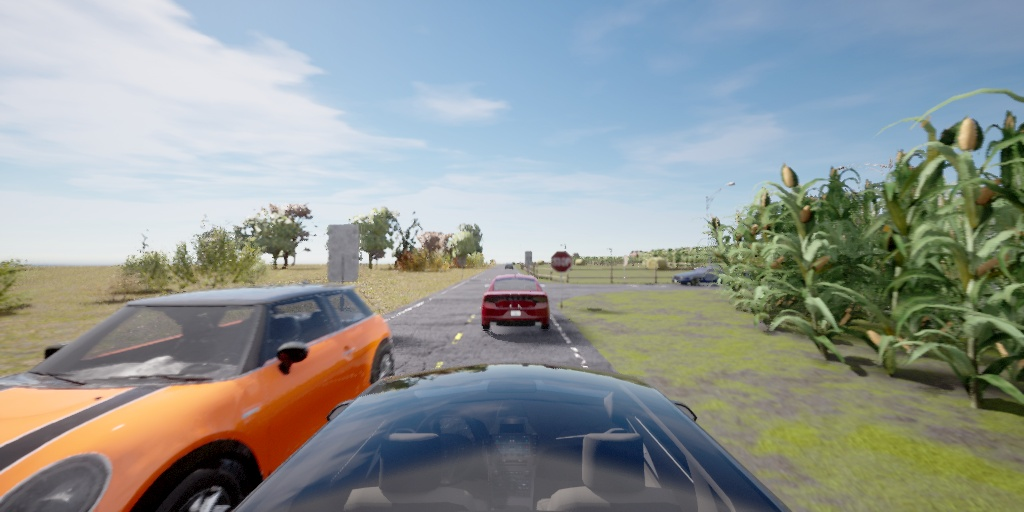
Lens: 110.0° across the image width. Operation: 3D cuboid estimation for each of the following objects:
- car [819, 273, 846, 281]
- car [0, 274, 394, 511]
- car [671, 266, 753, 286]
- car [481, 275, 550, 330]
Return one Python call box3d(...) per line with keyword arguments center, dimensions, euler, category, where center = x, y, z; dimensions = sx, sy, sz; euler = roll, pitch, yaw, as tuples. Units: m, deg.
box3d(center=(24.913, 1.153, 26.617), dimensions=(4.553, 1.767, 2.097), euler=(-1, -2, -1), category="car")
box3d(center=(-2.810, 1.120, 3.440), dimensions=(2.097, 1.767, 4.553), euler=(0, -1, 0), category="car")
box3d(center=(14.706, 1.445, 26.449), dimensions=(5.357, 1.411, 2.033), euler=(-1, -2, -1), category="car")
box3d(center=(0.096, 1.340, 11.612), dimensions=(1.882, 1.535, 5.008), euler=(0, -1, 0), category="car")
